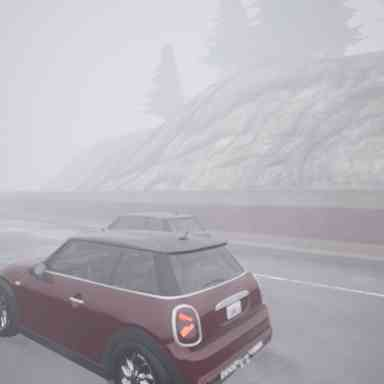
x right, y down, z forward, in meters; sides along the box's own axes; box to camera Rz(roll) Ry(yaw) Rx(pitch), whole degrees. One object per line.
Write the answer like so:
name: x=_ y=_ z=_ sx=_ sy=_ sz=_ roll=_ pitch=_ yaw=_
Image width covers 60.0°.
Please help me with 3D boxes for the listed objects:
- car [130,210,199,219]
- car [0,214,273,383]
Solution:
car: x=-1.498 y=1.382 z=9.826 sx=4.553 sy=1.767 sz=2.097 roll=0 pitch=0 yaw=39
car: x=-1.202 y=1.367 z=5.100 sx=4.553 sy=1.767 sz=2.097 roll=0 pitch=0 yaw=38
